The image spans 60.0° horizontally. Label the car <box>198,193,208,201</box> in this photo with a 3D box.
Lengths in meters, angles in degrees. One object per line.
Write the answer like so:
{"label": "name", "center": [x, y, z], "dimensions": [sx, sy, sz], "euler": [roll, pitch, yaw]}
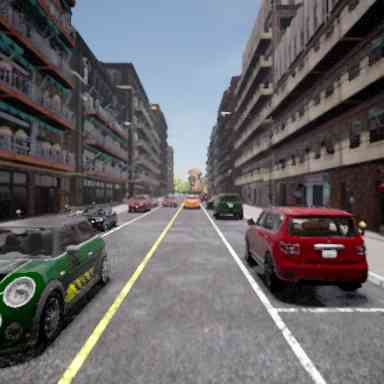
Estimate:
{"label": "car", "center": [2.690, 1.150, 81.310], "dimensions": [2.192, 1.841, 5.009], "euler": [1, 0, 0]}

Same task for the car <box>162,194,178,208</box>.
{"label": "car", "center": [-3.087, 1.253, 47.205], "dimensions": [2.097, 1.767, 4.553], "euler": [0, 0, 0]}

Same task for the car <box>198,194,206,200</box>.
{"label": "car", "center": [2.686, 1.256, 92.446], "dimensions": [1.967, 1.590, 4.097], "euler": [1, 0, 0]}

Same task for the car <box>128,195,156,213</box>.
{"label": "car", "center": [-5.683, 1.236, 36.798], "dimensions": [2.192, 1.841, 5.009], "euler": [1, 0, 0]}

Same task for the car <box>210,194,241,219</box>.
{"label": "car", "center": [2.995, 1.163, 28.364], "dimensions": [2.150, 2.045, 5.566], "euler": [0, 0, 0]}

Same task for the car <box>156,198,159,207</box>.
{"label": "car", "center": [-5.688, 1.480, 47.935], "dimensions": [1.802, 1.307, 4.206], "euler": [1, 0, 0]}

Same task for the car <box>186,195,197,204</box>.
{"label": "car", "center": [-0.008, 1.354, 59.206], "dimensions": [1.882, 1.535, 5.008], "euler": [0, 0, 0]}

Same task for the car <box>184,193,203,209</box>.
{"label": "car", "center": [0.022, 1.258, 44.309], "dimensions": [2.097, 1.767, 4.553], "euler": [0, 0, 1]}

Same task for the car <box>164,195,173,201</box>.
{"label": "car", "center": [-5.693, 1.386, 81.342], "dimensions": [2.008, 1.369, 4.403], "euler": [1, 0, 0]}

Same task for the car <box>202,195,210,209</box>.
{"label": "car", "center": [2.693, 1.475, 42.335], "dimensions": [1.947, 1.339, 4.313], "euler": [1, 0, 0]}

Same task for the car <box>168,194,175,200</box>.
{"label": "car", "center": [-5.695, 1.341, 92.309], "dimensions": [1.752, 1.417, 4.829], "euler": [1, 0, 0]}

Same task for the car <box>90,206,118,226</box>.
{"label": "car", "center": [-5.684, 1.522, 20.096], "dimensions": [1.947, 1.339, 4.313], "euler": [1, 0, 0]}

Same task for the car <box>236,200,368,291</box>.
{"label": "car", "center": [2.702, 1.295, 8.927], "dimensions": [2.192, 1.841, 5.009], "euler": [1, 0, 0]}

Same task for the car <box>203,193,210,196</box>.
{"label": "car", "center": [2.693, 1.181, 64.607], "dimensions": [2.192, 1.841, 5.009], "euler": [1, 0, 0]}

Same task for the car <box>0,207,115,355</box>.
{"label": "car", "center": [-3.102, 1.337, 6.350], "dimensions": [2.097, 1.767, 4.553], "euler": [0, 0, 0]}
